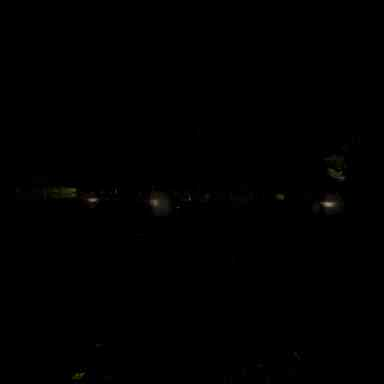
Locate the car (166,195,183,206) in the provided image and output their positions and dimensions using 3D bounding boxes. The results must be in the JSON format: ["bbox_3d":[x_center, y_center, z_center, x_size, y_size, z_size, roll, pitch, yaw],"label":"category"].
[{"bbox_3d":[-2.732,1.367,49.006,1.837,1.490,4.892,0,2,0],"label":"car"}]
